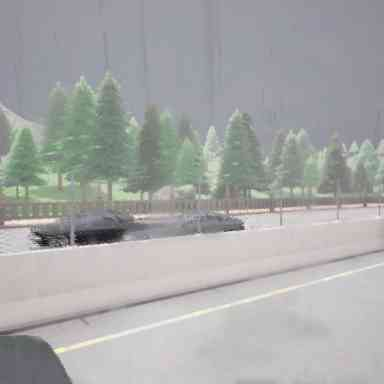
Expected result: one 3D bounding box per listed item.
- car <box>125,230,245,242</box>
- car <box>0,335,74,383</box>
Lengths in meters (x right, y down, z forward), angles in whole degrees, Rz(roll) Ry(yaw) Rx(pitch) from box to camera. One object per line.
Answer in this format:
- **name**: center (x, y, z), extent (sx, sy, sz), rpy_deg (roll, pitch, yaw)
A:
- **car**: center (-0.171, 1.478, 12.514), extent (4.902, 1.511, 2.128), rpy_deg (0, 0, -36)
- **car**: center (-3.240, 1.551, 1.438), extent (5.357, 1.411, 2.033), rpy_deg (0, 0, -36)
